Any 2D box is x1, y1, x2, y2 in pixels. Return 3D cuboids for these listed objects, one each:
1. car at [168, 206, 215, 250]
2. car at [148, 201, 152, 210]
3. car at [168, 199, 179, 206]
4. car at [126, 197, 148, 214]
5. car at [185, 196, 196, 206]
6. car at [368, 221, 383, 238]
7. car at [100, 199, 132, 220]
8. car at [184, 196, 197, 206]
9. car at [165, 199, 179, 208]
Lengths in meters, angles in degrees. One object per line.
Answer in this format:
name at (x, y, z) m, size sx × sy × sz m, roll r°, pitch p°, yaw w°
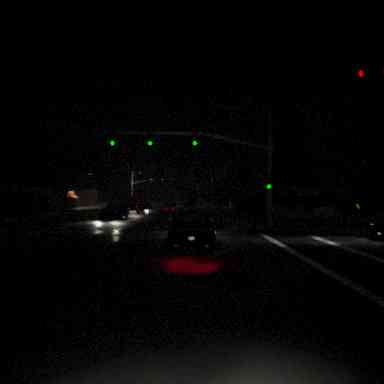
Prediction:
car at (-0.045, 1.611, 14.963) m, size 1.882 × 1.535 × 5.008 m, roll 0°, pitch 0°, yaw -1°
car at (-7.319, 2.027, 51.771) m, size 1.994 × 1.385 × 4.181 m, roll 0°, pitch -1°, yaw 0°
car at (-3.819, 2.160, 69.697) m, size 2.033 × 1.411 × 5.357 m, roll 0°, pitch -1°, yaw 0°
car at (-7.355, 1.595, 41.702) m, size 2.150 × 2.045 × 5.566 m, roll 0°, pitch -1°, yaw 0°
car at (-0.319, 1.841, 69.414) m, size 2.150 × 2.045 × 5.566 m, roll 0°, pitch -1°, yaw 0°
car at (11.450, 1.743, 16.486) m, size 4.718 × 1.301 × 1.895 m, roll 0°, pitch -1°, yaw 0°
car at (-7.359, 1.763, 31.713) m, size 1.882 × 1.535 × 5.008 m, roll 0°, pitch -1°, yaw 0°
car at (-0.297, 1.742, 58.678) m, size 2.150 × 2.045 × 5.566 m, roll 0°, pitch -1°, yaw 0°
car at (-3.799, 2.020, 59.387) m, size 2.128 × 1.511 × 4.902 m, roll 0°, pitch -1°, yaw 0°
